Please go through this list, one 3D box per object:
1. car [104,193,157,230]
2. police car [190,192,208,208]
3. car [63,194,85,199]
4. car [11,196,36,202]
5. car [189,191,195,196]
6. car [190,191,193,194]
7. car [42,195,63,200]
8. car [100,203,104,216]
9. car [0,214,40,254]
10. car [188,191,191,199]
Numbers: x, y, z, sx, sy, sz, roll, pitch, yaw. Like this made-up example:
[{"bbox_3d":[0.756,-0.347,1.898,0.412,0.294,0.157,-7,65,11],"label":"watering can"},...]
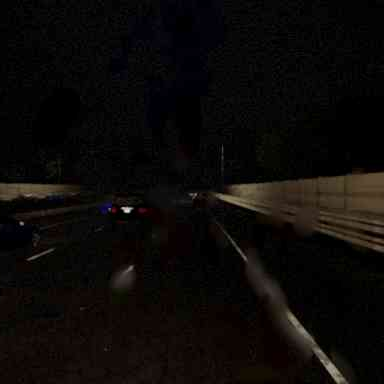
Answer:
[{"bbox_3d":[-3.397,1.086,20.161,2.150,2.045,5.566,0,0,0],"label":"car"},{"bbox_3d":[1.057,1.132,42.940,1.930,1.638,5.238,0,0,0],"label":"police car"},{"bbox_3d":[-17.554,1.151,50.874,1.837,1.490,4.892,0,0,0],"label":"car"},{"bbox_3d":[-24.559,1.230,48.495,1.994,1.385,4.181,0,0,0],"label":"car"},{"bbox_3d":[0.015,0.413,94.161,1.837,1.490,4.892,0,1,0],"label":"car"},{"bbox_3d":[1.059,1.020,59.018,1.801,1.575,5.366,0,1,0],"label":"car"},{"bbox_3d":[-21.053,1.126,50.560,1.882,1.535,5.008,0,0,0],"label":"car"},{"bbox_3d":[-6.895,1.272,30.354,1.882,1.535,5.008,0,0,0],"label":"car"},{"bbox_3d":[-6.899,1.451,11.228,1.812,1.442,4.674,0,0,0],"label":"car"},{"bbox_3d":[0.012,0.765,78.490,2.128,1.511,4.902,0,1,0],"label":"car"}]
